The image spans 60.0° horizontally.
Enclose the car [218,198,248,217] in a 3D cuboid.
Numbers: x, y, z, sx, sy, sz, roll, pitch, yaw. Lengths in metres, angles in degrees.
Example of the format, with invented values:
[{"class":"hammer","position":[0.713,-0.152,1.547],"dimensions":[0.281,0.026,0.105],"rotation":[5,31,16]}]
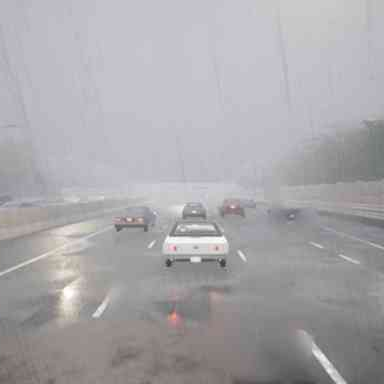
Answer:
[{"class":"car","position":[3.607,1.369,31.291],"dimensions":[2.097,1.767,4.553],"rotation":[0,0,0]}]

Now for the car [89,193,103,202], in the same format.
[{"class":"car","position":[-20.461,1.281,72.004],"dimensions":[2.150,2.045,5.566],"rotation":[0,0,1]}]

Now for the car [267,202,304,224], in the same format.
[{"class":"car","position":[6.984,1.488,25.286],"dimensions":[1.882,1.535,5.008],"rotation":[0,0,2]}]

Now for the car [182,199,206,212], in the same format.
[{"class":"car","position":[0.193,1.578,28.894],"dimensions":[1.994,1.385,4.181],"rotation":[0,0,0]}]

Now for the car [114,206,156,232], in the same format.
[{"class":"car","position":[-3.349,1.550,20.315],"dimensions":[2.033,1.411,5.357],"rotation":[0,0,0]}]

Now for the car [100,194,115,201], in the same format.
[{"class":"car","position":[-16.999,1.545,69.344],"dimensions":[1.882,1.535,5.008],"rotation":[0,0,1]}]

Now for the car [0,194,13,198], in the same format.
[{"class":"car","position":[-17.502,1.232,28.818],"dimensions":[2.150,2.045,5.566],"rotation":[0,0,0]}]

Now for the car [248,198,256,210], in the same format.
[{"class":"car","position":[7.291,1.536,44.027],"dimensions":[2.128,1.511,4.902],"rotation":[0,0,1]}]

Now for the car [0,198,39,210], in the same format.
[{"class":"car","position":[-14.017,1.485,26.389],"dimensions":[1.882,1.535,5.008],"rotation":[0,0,0]}]

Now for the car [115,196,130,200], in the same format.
[{"class":"car","position":[-13.531,1.583,67.125],"dimensions":[1.837,1.490,4.892],"rotation":[0,0,1]}]

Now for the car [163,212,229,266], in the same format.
[{"class":"car","position":[0.117,1.599,11.510],"dimensions":[1.895,1.301,4.718],"rotation":[0,0,0]}]

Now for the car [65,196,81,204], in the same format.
[{"class":"car","position":[-24.029,1.602,67.241],"dimensions":[1.812,1.442,4.674],"rotation":[0,0,1]}]
